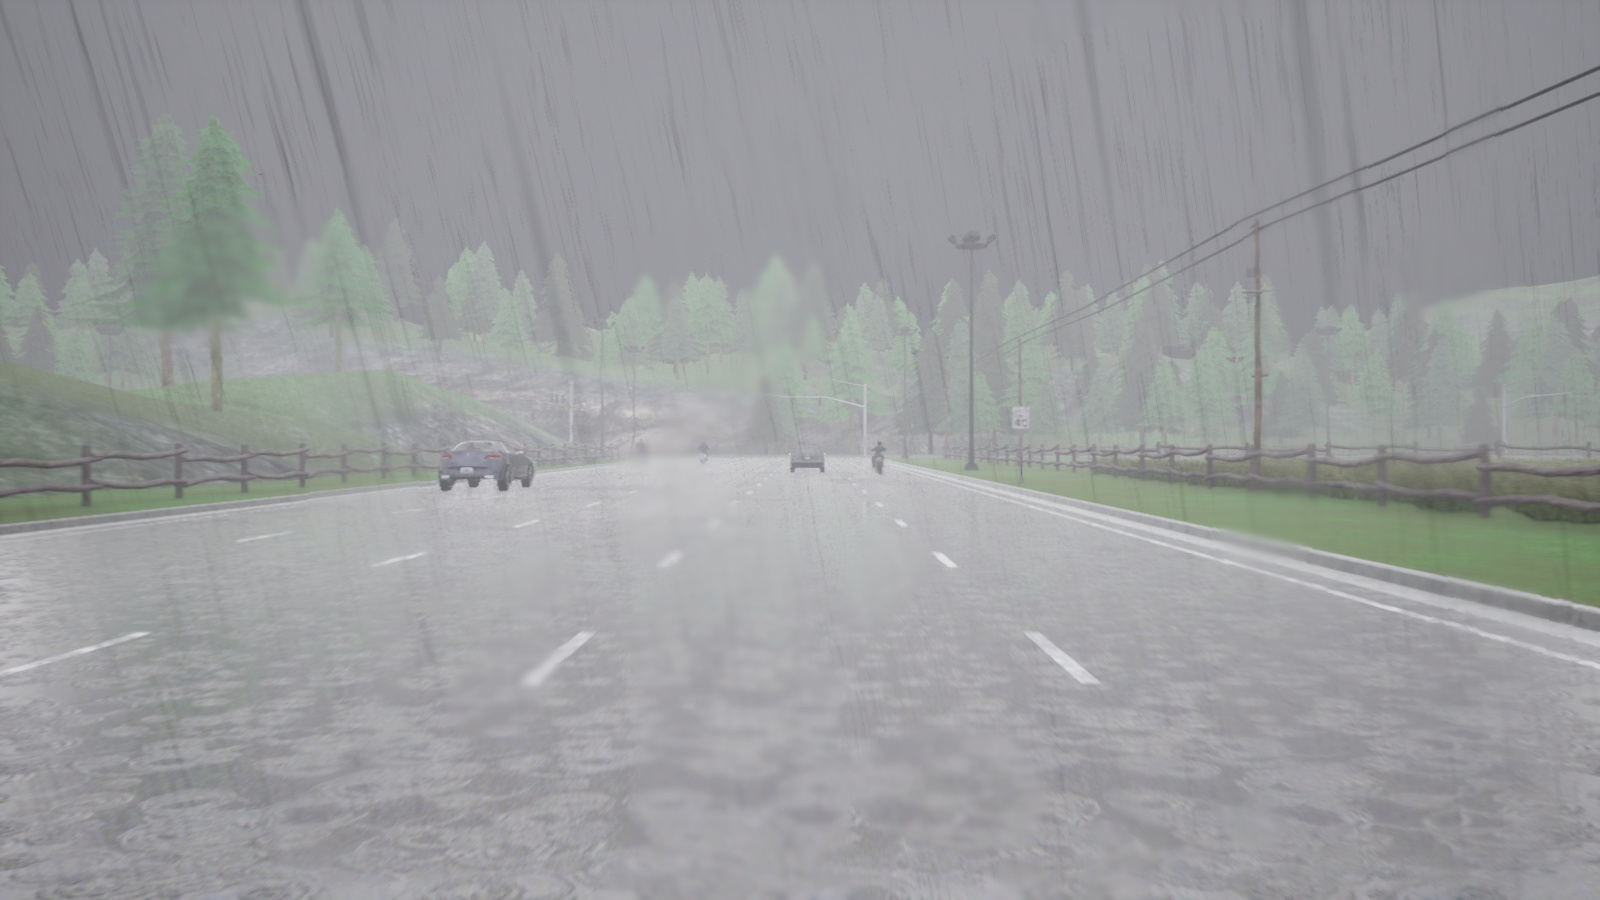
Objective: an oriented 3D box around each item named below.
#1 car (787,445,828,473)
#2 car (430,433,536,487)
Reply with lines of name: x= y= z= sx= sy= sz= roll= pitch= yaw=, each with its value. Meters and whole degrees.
car: x=0.393 y=0.449 z=66.303 sx=2.033 sy=1.411 sz=5.357 roll=0 pitch=0 yaw=0
car: x=-10.251 y=0.303 z=41.018 sx=2.152 sy=1.651 sz=5.027 roll=0 pitch=0 yaw=0
